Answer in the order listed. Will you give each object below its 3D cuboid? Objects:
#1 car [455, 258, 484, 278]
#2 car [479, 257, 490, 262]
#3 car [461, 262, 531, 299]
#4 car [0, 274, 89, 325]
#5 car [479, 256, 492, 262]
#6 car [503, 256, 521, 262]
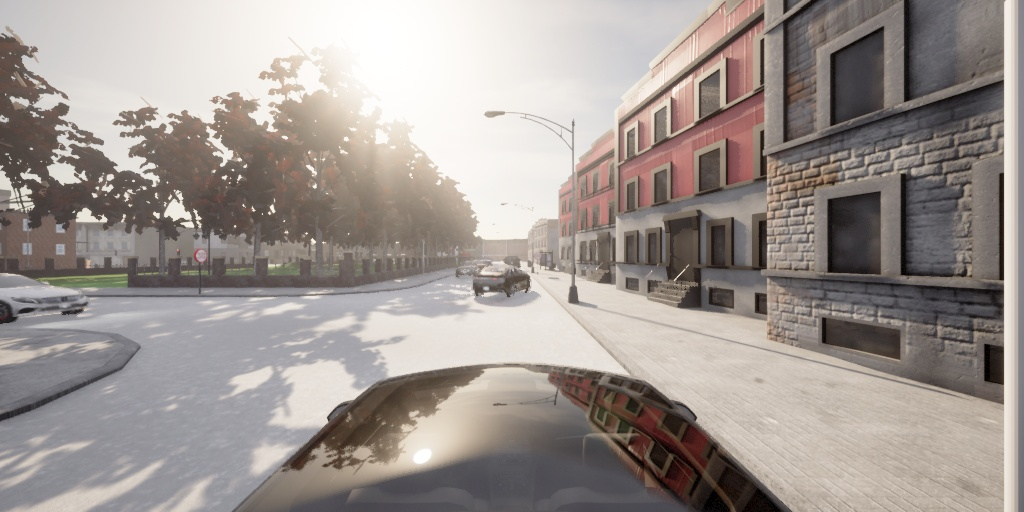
[{"bbox_3d":[-4.184,1.241,34.169,2.128,1.511,4.902,0,0,0],"label":"car"},{"bbox_3d":[-4.205,1.227,44.317,1.882,1.535,5.008,0,0,0],"label":"car"},{"bbox_3d":[-0.407,1.241,18.394,2.128,1.511,4.902,1,0,19],"label":"car"},{"bbox_3d":[-16.314,1.276,11.219,4.674,1.442,1.812,0,0,0],"label":"car"},{"bbox_3d":[-4.205,0.971,55.051,2.150,2.045,5.566,0,0,0],"label":"car"},{"bbox_3d":[-0.019,0.971,48.007,2.150,2.045,5.566,0,0,0],"label":"car"}]
